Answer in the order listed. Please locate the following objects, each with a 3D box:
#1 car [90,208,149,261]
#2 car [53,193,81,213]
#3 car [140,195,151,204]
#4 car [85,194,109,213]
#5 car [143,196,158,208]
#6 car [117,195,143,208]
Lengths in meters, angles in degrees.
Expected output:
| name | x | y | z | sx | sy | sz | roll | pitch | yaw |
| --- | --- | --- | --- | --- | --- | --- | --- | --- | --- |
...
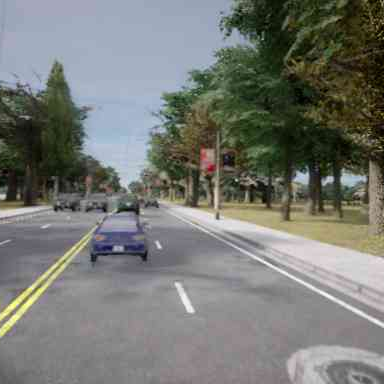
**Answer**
| name | x | y | z | sx | sy | sz | roll | pitch | yaw |
| --- | --- | --- | --- | --- | --- | --- | --- | --- | --- |
| car | -2.587 | 1.531 | 12.186 | 1.812 | 1.442 | 4.674 | 1 | 0 | -10 |
| car | -13.793 | 1.154 | 37.106 | 2.150 | 2.045 | 5.566 | 1 | 0 | -10 |
| car | -10.059 | 1.668 | 72.186 | 2.097 | 1.767 | 4.553 | 1 | -1 | -10 |
| car | -10.524 | 1.223 | 37.249 | 2.150 | 2.045 | 5.566 | 1 | 0 | -10 |
| car | -6.511 | 1.560 | 52.902 | 2.097 | 1.767 | 4.553 | 1 | 0 | -10 |
| car | -6.289 | 1.280 | 33.023 | 2.150 | 2.045 | 5.566 | 1 | 0 | -10 |
